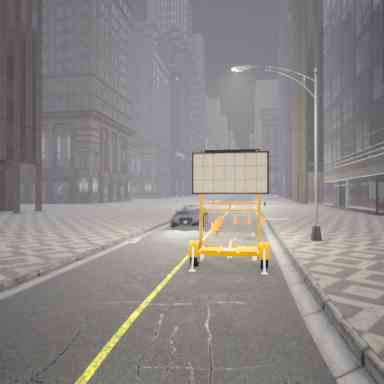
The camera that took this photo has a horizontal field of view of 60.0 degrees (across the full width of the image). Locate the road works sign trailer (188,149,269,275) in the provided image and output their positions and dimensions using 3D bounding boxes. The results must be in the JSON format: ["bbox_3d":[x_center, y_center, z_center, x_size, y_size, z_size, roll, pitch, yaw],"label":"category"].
[{"bbox_3d":[1.215,0.459,10.613,2.380,3.560,2.880,0,0,9],"label":"road works sign trailer"}]

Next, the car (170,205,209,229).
[{"bbox_3d":[-0.073,1.550,21.273,1.994,1.385,4.181,0,0,9],"label":"car"}]
